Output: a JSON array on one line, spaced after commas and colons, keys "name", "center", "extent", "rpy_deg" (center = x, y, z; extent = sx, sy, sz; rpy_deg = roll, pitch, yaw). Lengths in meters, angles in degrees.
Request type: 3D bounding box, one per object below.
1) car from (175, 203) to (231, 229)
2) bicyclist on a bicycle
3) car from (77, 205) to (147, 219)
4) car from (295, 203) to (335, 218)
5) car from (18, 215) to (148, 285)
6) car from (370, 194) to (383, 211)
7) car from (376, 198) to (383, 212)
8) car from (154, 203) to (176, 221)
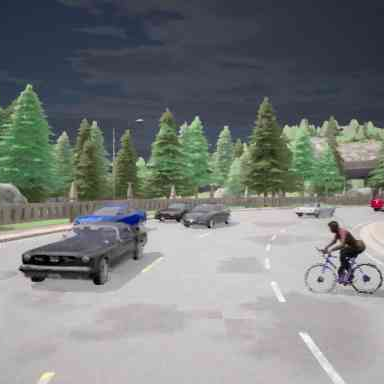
[{"name": "car", "center": [1.093, 1.503, 22.100], "extent": [1.837, 1.490, 4.892], "rpy_deg": [0, 0, 28]}, {"name": "bicyclist on a bicycle", "center": [3.290, 1.448, 7.275], "extent": [1.656, 1.620, 0.582], "rpy_deg": [-2, 0, 6]}, {"name": "car", "center": [-4.285, 1.477, 18.172], "extent": [1.882, 1.535, 5.008], "rpy_deg": [0, 0, 21]}, {"name": "car", "center": [11.204, 1.600, 30.033], "extent": [1.895, 1.301, 4.718], "rpy_deg": [0, 0, 44]}, {"name": "car", "center": [-2.794, 1.601, 9.702], "extent": [1.895, 1.301, 4.718], "rpy_deg": [0, 0, 8]}, {"name": "car", "center": [22.934, 1.221, 37.809], "extent": [5.566, 2.045, 2.150], "rpy_deg": [0, 0, -22]}, {"name": "car", "center": [21.036, 1.547, 32.943], "extent": [5.357, 1.411, 2.033], "rpy_deg": [0, 0, -30]}, {"name": "car", "center": [-0.748, 1.547, 26.473], "extent": [2.033, 1.411, 5.357], "rpy_deg": [0, 0, 31]}]
